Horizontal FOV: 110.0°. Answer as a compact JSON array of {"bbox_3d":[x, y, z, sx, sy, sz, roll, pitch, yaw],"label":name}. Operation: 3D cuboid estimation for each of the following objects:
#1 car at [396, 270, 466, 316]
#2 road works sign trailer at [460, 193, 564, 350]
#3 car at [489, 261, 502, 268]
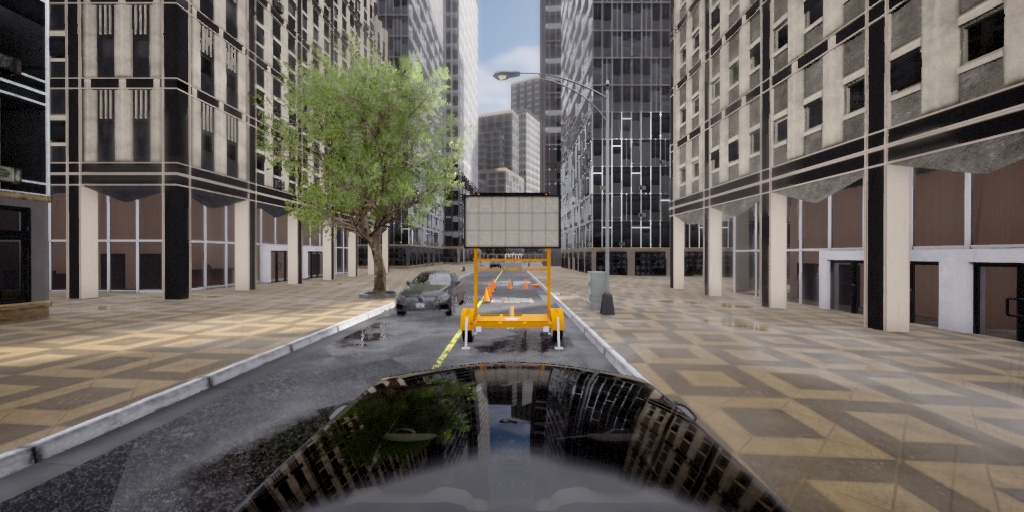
[{"bbox_3d":[-2.836,1.275,13.412,1.812,1.442,4.674,0,0,0],"label":"car"},{"bbox_3d":[0.010,0.214,9.080,2.380,3.560,2.880,0,0,0],"label":"road works sign trailer"},{"bbox_3d":[-2.679,1.314,58.548,1.837,1.490,4.892,0,0,0],"label":"car"}]
